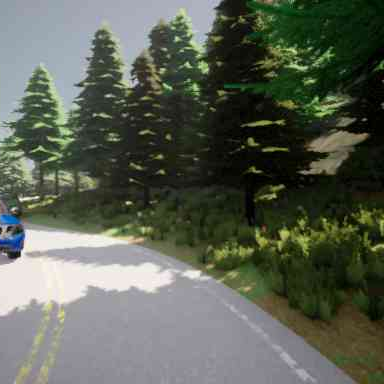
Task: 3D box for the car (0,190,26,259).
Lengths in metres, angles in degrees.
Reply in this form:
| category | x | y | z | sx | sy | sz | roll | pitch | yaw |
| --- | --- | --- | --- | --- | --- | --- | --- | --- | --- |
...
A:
| category | x | y | z | sx | sy | sz | roll | pitch | yaw |
| --- | --- | --- | --- | --- | --- | --- | --- | --- | --- |
| car | -7.532 | 1.070 | 11.424 | 2.150 | 2.045 | 5.566 | 1 | 1 | -42 |

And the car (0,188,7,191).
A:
| category | x | y | z | sx | sy | sz | roll | pitch | yaw |
| --- | --- | --- | --- | --- | --- | --- | --- | --- | --- |
| car | -12.903 | 0.899 | 21.612 | 5.566 | 2.045 | 2.150 | 2 | 1 | 45 |

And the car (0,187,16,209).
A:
| category | x | y | z | sx | sy | sz | roll | pitch | yaw |
| --- | --- | --- | --- | --- | --- | --- | --- | --- | --- |
| car | -20.422 | 0.554 | 34.769 | 2.150 | 2.045 | 5.566 | -1 | 2 | -14 |
